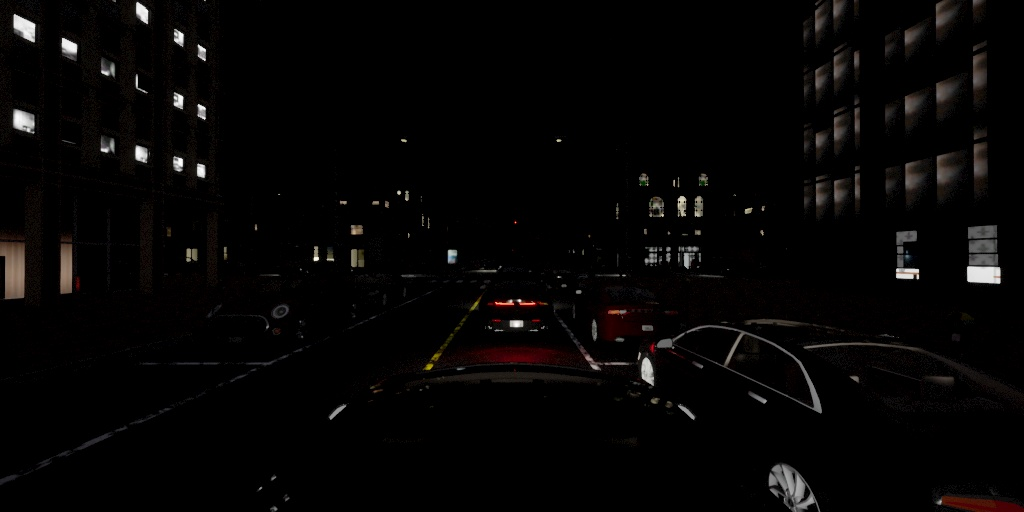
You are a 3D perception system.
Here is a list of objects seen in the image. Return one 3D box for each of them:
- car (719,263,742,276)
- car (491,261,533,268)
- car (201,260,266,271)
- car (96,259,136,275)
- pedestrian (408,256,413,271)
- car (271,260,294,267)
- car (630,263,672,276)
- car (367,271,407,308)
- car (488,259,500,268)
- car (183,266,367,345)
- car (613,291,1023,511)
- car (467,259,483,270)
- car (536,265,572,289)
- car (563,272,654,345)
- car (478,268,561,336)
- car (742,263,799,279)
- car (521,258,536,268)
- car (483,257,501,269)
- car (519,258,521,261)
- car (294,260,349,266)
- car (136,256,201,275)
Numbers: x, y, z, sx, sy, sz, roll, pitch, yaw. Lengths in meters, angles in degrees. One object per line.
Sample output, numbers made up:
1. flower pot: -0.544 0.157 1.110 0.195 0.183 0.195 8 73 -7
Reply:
1. car: 24.623 1.413 38.160 4.674 1.442 1.812 0 0 1
2. car: 0.095 1.230 20.552 1.882 1.535 5.008 0 0 2
3. car: -25.417 1.177 33.130 4.403 1.370 2.007 0 0 1
4. car: -36.490 1.130 33.300 4.403 1.370 2.007 0 0 1
5. pedestrian: -12.554 0.885 44.265 0.375 1.860 0.375 0 -1 1
6. car: -25.456 1.197 41.512 4.829 1.417 1.751 0 0 1
7. car: 14.809 1.403 38.306 4.181 1.385 1.994 0 0 1
8. car: -5.691 1.302 15.053 2.007 1.370 4.403 0 0 0
9. car: -3.069 1.263 63.214 1.837 1.490 4.892 0 0 0
10. car: -5.690 1.190 9.361 1.967 1.591 4.097 0 0 0
11. car: 2.691 1.301 3.653 2.007 1.370 4.403 0 0 0
12. car: -5.693 1.338 53.132 1.802 1.307 4.207 0 0 0
13. car: 2.690 1.302 20.729 2.007 1.370 4.403 0 0 0
14. car: 2.690 1.296 9.345 1.888 1.381 4.507 0 0 0
15. car: 0.100 1.255 10.363 1.837 1.490 4.892 0 0 0
16. car: 23.641 1.433 32.343 4.207 1.307 1.802 0 0 1
17. car: 2.687 1.322 53.119 1.948 1.339 4.313 0 0 0
18. car: -3.087 1.234 53.804 1.882 1.535 5.008 0 0 1
19. car: 2.687 1.340 64.161 1.802 1.307 4.207 0 0 0
20. car: -18.334 1.162 35.616 4.902 1.511 2.128 0 0 1
21. car: -30.953 0.917 33.215 5.009 1.841 2.192 0 0 1
